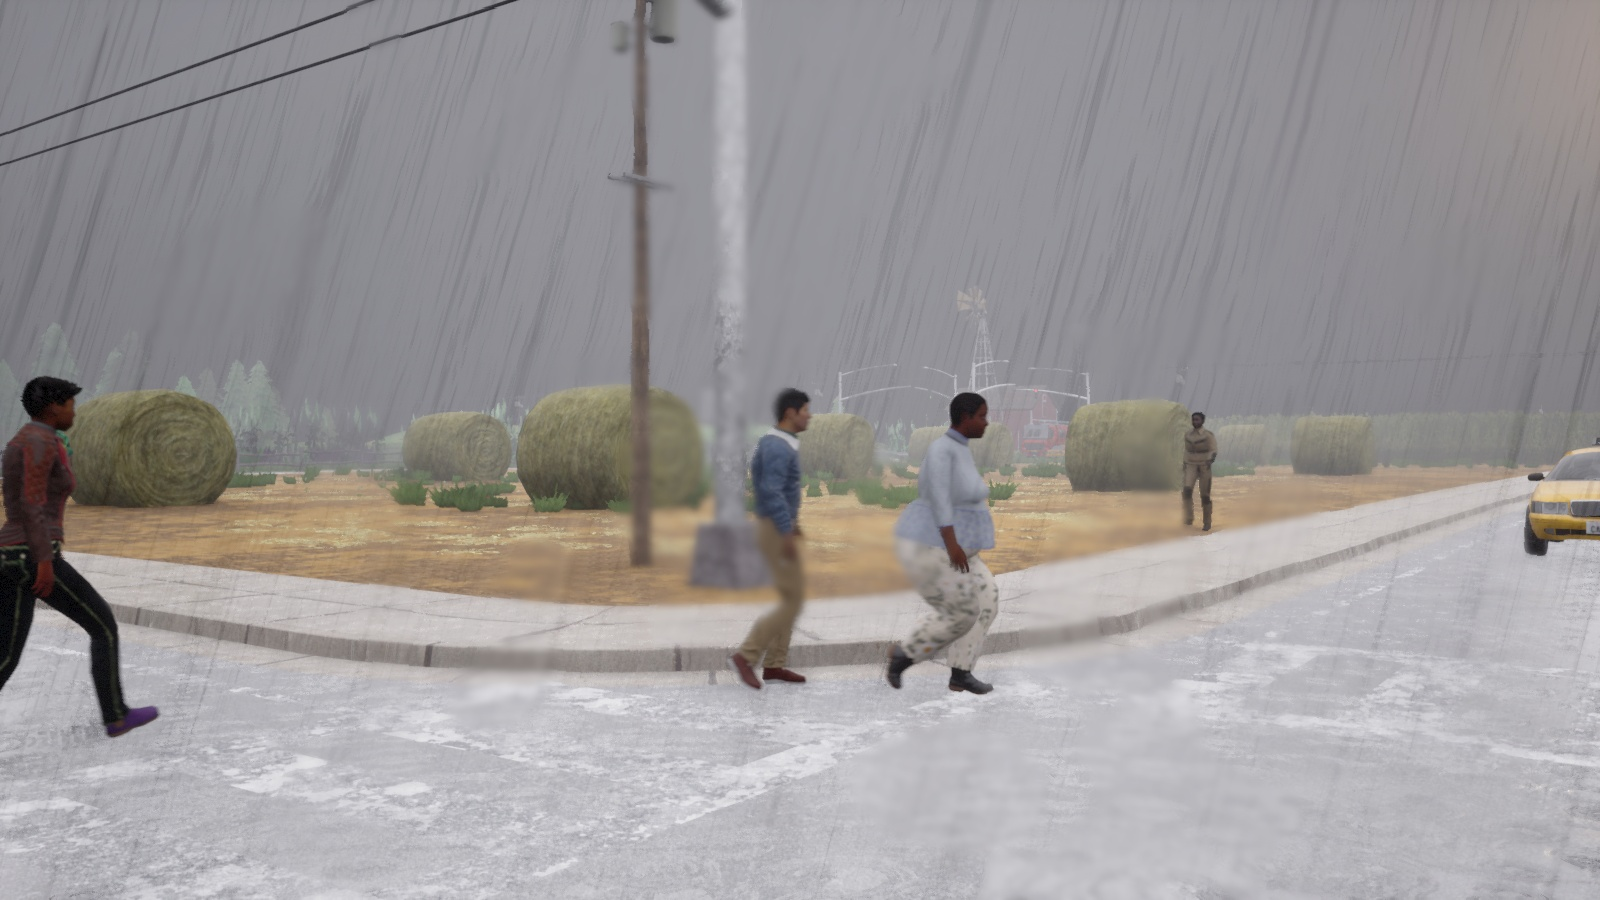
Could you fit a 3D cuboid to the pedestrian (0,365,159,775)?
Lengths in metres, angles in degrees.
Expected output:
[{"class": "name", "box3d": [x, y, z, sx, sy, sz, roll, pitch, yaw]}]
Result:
[{"class": "pedestrian", "box3d": [-3.494, 0.526, 5.830, 0.328, 1.805, 0.869, 0, 0, 37]}]

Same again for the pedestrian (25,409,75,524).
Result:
[{"class": "pedestrian", "box3d": [-13.065, 0.286, 21.867, 0.659, 1.952, 0.873, 0, 0, -37]}]

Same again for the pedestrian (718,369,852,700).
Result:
[{"class": "pedestrian", "box3d": [-0.079, 0.496, 7.625, 0.788, 1.949, 0.423, 0, 0, 3]}]

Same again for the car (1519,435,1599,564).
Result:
[{"class": "car", "box3d": [11.403, 0.608, 17.591, 1.801, 1.575, 5.366, 0, 0, 35]}]

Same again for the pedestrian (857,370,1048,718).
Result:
[{"class": "pedestrian", "box3d": [0.902, 0.501, 7.275, 0.900, 1.855, 0.874, 0, 0, 22]}]

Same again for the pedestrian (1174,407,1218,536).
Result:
[{"class": "pedestrian", "box3d": [6.032, 0.320, 19.122, 0.396, 1.930, 0.692, 0, 0, 41]}]

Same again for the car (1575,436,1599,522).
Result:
[{"class": "car", "box3d": [16.675, 0.546, 25.021, 1.851, 1.617, 3.988, 0, 0, 35]}]
